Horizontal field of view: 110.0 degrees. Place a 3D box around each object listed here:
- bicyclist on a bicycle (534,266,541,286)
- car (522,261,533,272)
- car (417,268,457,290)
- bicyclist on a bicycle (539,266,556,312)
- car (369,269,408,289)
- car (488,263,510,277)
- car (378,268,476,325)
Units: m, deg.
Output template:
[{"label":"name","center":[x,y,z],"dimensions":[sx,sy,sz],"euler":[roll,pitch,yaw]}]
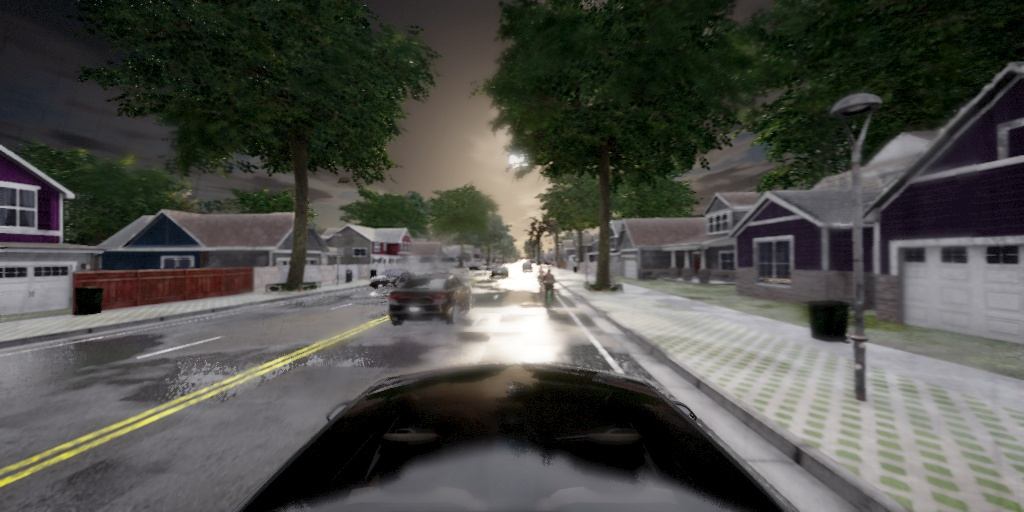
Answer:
[{"label":"bicyclist on a bicycle","center":[1.851,1.413,22.877],"dimensions":[0.866,1.612,1.509],"euler":[-1,-1,2]},{"label":"car","center":[2.683,1.933,63.199],"dimensions":[2.128,1.511,4.902],"euler":[-1,-1,2]},{"label":"car","center":[-5.498,1.650,26.948],"dimensions":[1.994,1.385,4.181],"euler":[-1,-1,2]},{"label":"bicyclist on a bicycle","center":[1.472,1.332,14.041],"dimensions":[0.582,1.620,1.656],"euler":[-1,-1,2]},{"label":"car","center":[-8.755,1.660,26.862],"dimensions":[2.033,1.411,5.357],"euler":[-1,-1,2]},{"label":"car","center":[-1.369,1.804,43.526],"dimensions":[1.994,1.385,4.181],"euler":[-1,-1,2]},{"label":"car","center":[-2.638,1.374,12.534],"dimensions":[1.882,1.535,5.008],"euler":[-1,-1,2]}]
